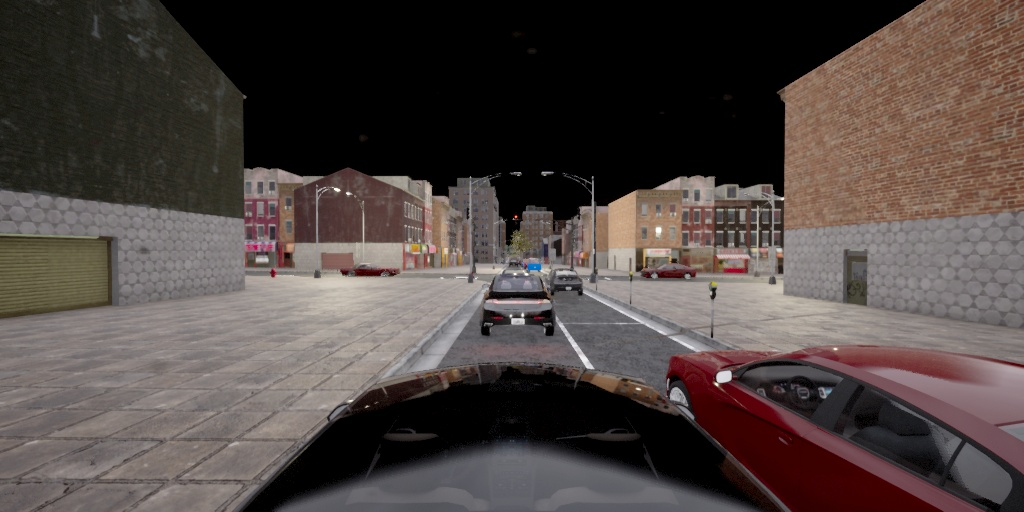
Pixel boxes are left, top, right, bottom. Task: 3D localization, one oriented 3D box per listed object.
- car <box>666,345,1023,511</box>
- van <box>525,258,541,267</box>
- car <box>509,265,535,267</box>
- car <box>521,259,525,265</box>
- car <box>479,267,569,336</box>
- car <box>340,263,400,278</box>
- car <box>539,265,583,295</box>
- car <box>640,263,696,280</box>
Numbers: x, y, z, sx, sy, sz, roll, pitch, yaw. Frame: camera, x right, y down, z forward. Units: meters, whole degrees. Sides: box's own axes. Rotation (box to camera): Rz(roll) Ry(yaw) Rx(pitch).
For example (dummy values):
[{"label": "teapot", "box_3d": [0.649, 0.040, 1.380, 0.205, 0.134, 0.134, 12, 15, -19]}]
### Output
[{"label": "car", "box_3d": [2.638, 1.295, 2.428, 1.888, 1.381, 4.507, 0, 0, 0]}, {"label": "van", "box_3d": [2.860, 1.215, 46.258, 1.690, 1.789, 3.998, 0, 0, 0]}, {"label": "car", "box_3d": [0.219, 1.371, 20.436, 1.895, 1.301, 4.718, 0, 0, 1]}, {"label": "car", "box_3d": [2.914, 1.255, 56.839, 2.192, 1.841, 5.009, 0, 0, 0]}, {"label": "car", "box_3d": [0.142, 1.244, 10.393, 2.128, 1.511, 4.902, 0, 0, 0]}, {"label": "car", "box_3d": [-12.314, 1.268, 31.433, 4.718, 1.301, 1.895, 1, 1, 0]}, {"label": "car", "box_3d": [2.723, 1.318, 19.303, 2.007, 1.370, 4.403, 0, 0, 0]}, {"label": "car", "box_3d": [14.860, 1.466, 34.192, 5.008, 1.535, 1.882, 0, 1, 0]}]
